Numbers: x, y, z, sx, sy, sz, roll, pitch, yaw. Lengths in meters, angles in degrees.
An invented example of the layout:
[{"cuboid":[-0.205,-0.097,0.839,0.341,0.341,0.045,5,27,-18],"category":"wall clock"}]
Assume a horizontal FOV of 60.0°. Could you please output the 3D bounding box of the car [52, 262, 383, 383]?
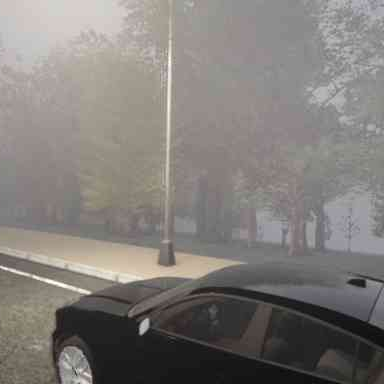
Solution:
[{"cuboid":[0.664,1.458,3.187,5.008,1.535,1.882,1,1,35],"category":"car"}]
